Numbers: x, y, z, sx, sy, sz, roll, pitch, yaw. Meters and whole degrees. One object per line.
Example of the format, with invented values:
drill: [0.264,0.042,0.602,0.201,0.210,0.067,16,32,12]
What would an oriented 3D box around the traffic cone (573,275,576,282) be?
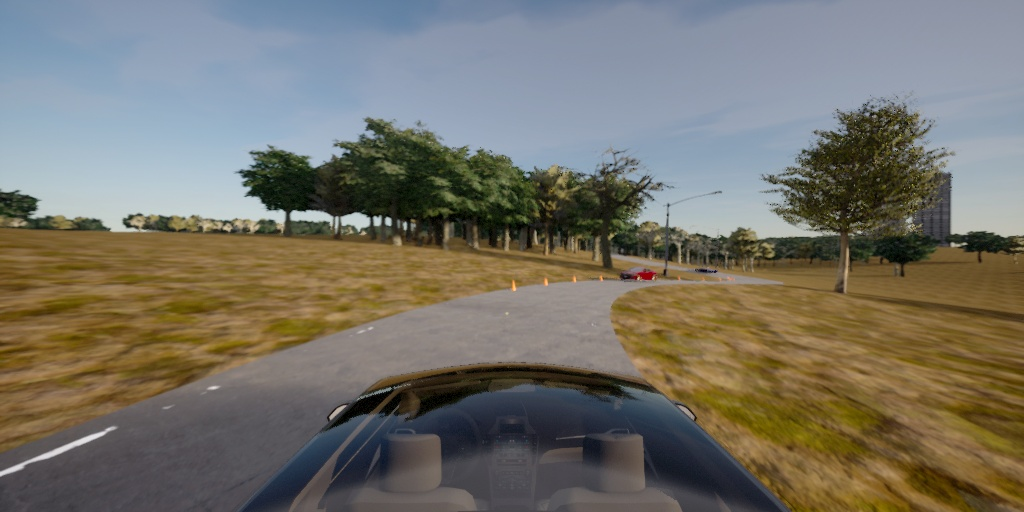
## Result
traffic cone: [5.360,1.974,30.875,0.340,0.580,0.340,0,0,36]

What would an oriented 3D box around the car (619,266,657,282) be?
car: [12.476,1.774,35.391,5.008,1.535,1.882,3,-2,-44]

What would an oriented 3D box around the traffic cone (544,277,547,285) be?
traffic cone: [2.488,1.859,26.445,0.340,0.580,0.340,0,0,30]

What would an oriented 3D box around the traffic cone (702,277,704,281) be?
traffic cone: [25.236,3.005,47.323,0.340,0.580,0.340,0,0,-32]

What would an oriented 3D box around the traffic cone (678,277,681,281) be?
traffic cone: [20.921,2.783,44.930,0.340,0.580,0.340,0,0,-30]

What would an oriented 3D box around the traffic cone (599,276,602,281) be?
traffic cone: [8.678,2.132,34.981,0.340,0.580,0.340,0,0,42]

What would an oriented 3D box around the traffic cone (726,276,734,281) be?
traffic cone: [32.299,3.437,53.195,0.340,0.580,0.340,0,0,42]

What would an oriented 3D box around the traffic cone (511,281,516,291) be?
traffic cone: [0.092,1.788,21.740,0.340,0.580,0.340,0,0,24]

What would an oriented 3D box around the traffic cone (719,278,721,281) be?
traffic cone: [28.979,3.222,50.004,0.340,0.580,0.340,0,0,-40]
